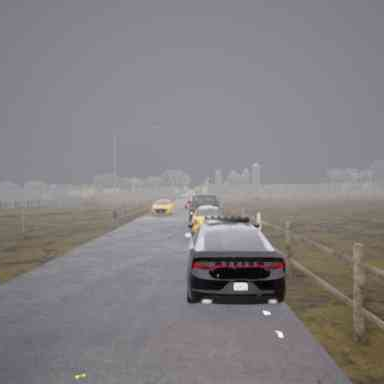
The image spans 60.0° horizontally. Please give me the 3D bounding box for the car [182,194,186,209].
[{"bbox_3d":[0.113,1.331,45.425,2.097,1.767,4.553,0,0,1],"label":"car"}]

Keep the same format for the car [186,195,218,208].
[{"bbox_3d":[0.875,1.208,24.211,2.150,2.045,5.566,0,0,0],"label":"car"}]

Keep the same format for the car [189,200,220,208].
[{"bbox_3d":[0.862,1.442,18.371,1.801,1.575,5.366,0,0,0],"label":"car"}]

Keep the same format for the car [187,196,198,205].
[{"bbox_3d":[0.119,1.496,58.431,1.812,1.442,4.674,0,0,0],"label":"car"}]

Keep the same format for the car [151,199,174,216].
[{"bbox_3d":[-2.784,1.458,32.165,1.882,1.535,5.008,0,0,0],"label":"car"}]

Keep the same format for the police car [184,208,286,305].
[{"bbox_3d":[0.842,1.418,8.290,1.930,1.638,5.238,0,0,0],"label":"police car"}]

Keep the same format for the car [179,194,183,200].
[{"bbox_3d":[-2.565,1.350,91.061,1.882,1.535,5.008,0,0,0],"label":"car"}]
